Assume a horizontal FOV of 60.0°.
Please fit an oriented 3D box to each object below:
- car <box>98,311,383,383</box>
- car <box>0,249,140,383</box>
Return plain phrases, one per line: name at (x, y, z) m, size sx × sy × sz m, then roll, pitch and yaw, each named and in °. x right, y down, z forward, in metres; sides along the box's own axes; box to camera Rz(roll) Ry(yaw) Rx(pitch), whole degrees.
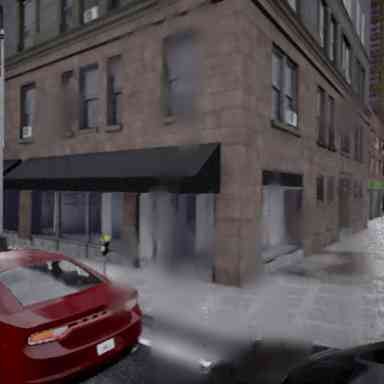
car at (1.726, 1.566, 1.719) m, size 4.313 × 1.339 × 1.947 m, roll 0°, pitch 1°, yaw 36°
car at (-2.754, 1.544, 4.916) m, size 4.507 × 1.381 × 1.887 m, roll 0°, pitch 1°, yaw 36°
